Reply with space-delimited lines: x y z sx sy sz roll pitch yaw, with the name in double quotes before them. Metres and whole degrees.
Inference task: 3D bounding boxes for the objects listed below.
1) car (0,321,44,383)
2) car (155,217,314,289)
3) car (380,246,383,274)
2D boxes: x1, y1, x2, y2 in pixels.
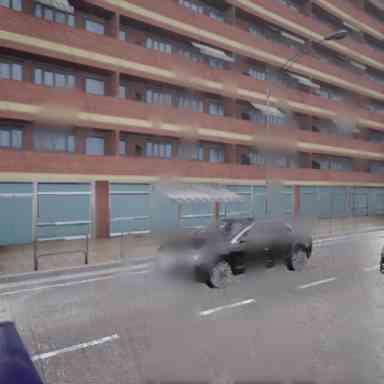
"car" -3.296 1.601 1.576 4.718 1.301 1.895 0 0 -36
"car" 1.343 1.491 9.232 4.902 1.511 2.128 0 0 -35
"car" 6.919 1.491 8.908 4.902 1.511 2.128 0 0 -36
